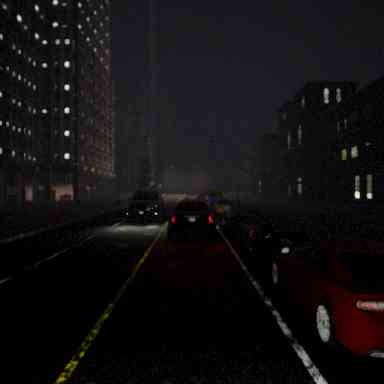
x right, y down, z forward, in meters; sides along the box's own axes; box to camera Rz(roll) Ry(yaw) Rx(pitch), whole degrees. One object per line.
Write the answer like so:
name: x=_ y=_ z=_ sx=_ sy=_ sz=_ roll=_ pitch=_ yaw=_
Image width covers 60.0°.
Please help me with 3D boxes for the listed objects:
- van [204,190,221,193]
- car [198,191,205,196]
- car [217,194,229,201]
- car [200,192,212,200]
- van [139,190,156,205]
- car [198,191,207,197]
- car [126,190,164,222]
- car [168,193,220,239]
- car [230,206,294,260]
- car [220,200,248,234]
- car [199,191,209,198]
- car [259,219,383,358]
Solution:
van: x=2.579 y=0.803 z=38.493 sx=1.690 sy=1.788 sz=3.998 roll=1 pitch=1 yaw=0
car: x=2.536 y=0.333 z=87.787 sx=1.802 sy=1.307 sz=4.206 roll=1 pitch=1 yaw=0
car: x=2.611 y=1.138 z=27.710 sx=1.752 sy=1.417 sz=4.829 roll=1 pitch=1 yaw=0
car: x=2.503 y=0.715 z=60.404 sx=1.947 sy=1.339 sz=4.313 roll=1 pitch=1 yaw=0
van: x=-5.819 y=0.726 z=43.939 sx=1.690 sy=1.788 sz=3.998 roll=1 pitch=1 yaw=0
car: x=2.449 y=0.461 z=76.835 sx=2.008 sy=1.369 sz=4.403 roll=1 pitch=1 yaw=0
car: x=-3.178 y=0.892 z=23.547 sx=2.150 sy=2.045 sz=5.566 roll=0 pitch=1 yaw=0
car: x=0.036 y=1.129 z=15.935 sx=2.097 sy=1.767 sz=4.553 roll=0 pitch=1 yaw=1
car: x=2.664 y=1.405 z=11.508 sx=1.947 sy=1.339 sz=4.313 roll=1 pitch=1 yaw=0
car: x=2.645 y=1.328 z=17.051 sx=1.947 sy=1.339 sz=4.313 roll=1 pitch=1 yaw=0
car: x=2.467 y=0.556 z=71.358 sx=1.947 sy=1.339 sz=4.313 roll=1 pitch=1 yaw=0
car: x=2.682 y=1.461 z=5.962 sx=1.887 sy=1.381 sz=4.507 roll=1 pitch=1 yaw=0
